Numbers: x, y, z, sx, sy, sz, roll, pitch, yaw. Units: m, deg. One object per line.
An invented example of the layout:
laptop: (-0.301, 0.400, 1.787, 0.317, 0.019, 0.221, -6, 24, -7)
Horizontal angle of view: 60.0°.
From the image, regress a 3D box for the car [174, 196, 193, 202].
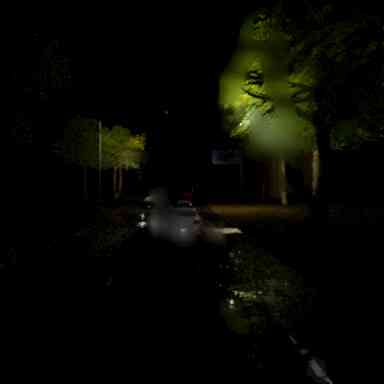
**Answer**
car: (-0.813, 1.332, 31.423, 1.994, 1.385, 4.181, 0, 1, -1)

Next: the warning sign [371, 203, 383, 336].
warning sign: (3.394, 1.123, 4.522, 1.300, 1.860, 1.060, 1, 1, -2)

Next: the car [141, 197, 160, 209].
car: (-4.686, 1.261, 38.106, 1.895, 1.301, 4.718, 0, 1, -2)

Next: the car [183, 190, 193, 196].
car: (-0.856, 0.484, 74.472, 2.150, 2.045, 5.566, 0, 0, -2)

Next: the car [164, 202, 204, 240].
car: (-0.400, 1.438, 16.409, 1.812, 1.442, 4.674, 0, 0, -2)
